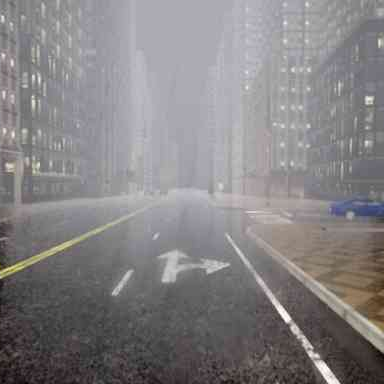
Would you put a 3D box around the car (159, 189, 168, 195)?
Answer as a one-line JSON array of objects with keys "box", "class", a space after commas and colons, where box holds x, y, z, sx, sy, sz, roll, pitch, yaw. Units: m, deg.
[{"box": [-6.511, 0.036, 76.339, 2.033, 1.411, 5.357, 0, 1, 0], "class": "car"}]

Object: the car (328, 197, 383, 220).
[{"box": [12.586, 1.163, 24.213, 5.008, 1.535, 1.882, 0, 2, 3], "class": "car"}]

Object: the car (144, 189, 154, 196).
[{"box": [-9.761, 0.021, 76.338, 2.128, 1.511, 4.902, 0, 1, 0], "class": "car"}]
